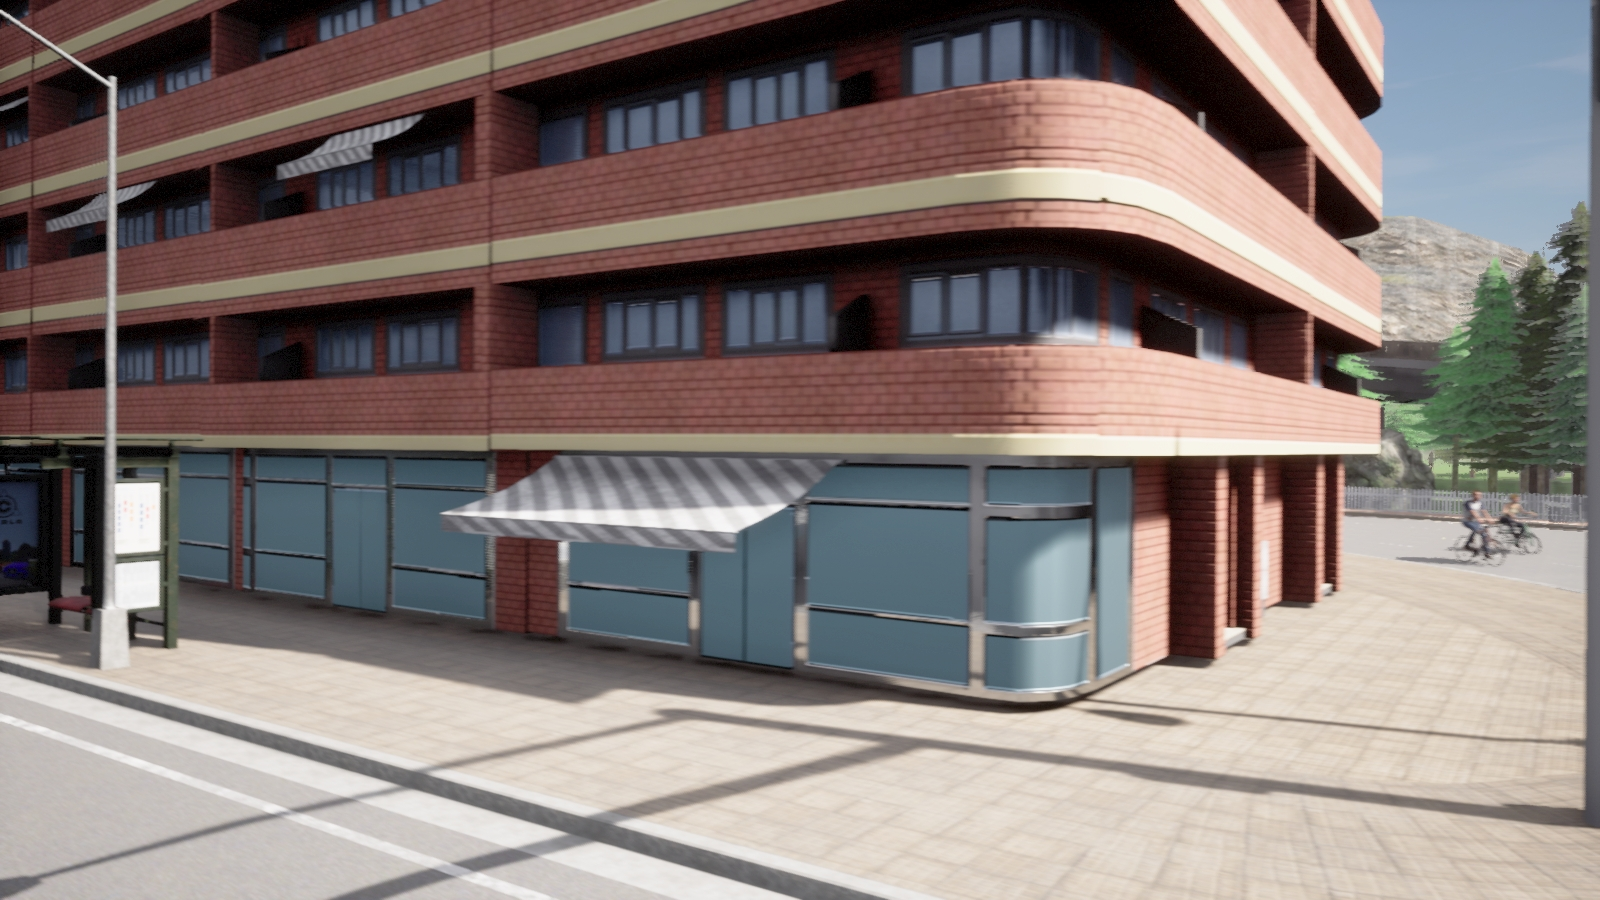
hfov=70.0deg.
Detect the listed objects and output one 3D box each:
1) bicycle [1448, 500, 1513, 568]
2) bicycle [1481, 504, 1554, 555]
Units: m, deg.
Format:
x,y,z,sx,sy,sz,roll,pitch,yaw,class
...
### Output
x,y,z,sx,sy,sz,roll,pitch,yaw,class
16.397,2.010,27.571,0.373,1.496,1.643,0,1,-8,bicycle
19.320,2.121,30.789,0.859,1.276,1.487,0,0,-13,bicycle
